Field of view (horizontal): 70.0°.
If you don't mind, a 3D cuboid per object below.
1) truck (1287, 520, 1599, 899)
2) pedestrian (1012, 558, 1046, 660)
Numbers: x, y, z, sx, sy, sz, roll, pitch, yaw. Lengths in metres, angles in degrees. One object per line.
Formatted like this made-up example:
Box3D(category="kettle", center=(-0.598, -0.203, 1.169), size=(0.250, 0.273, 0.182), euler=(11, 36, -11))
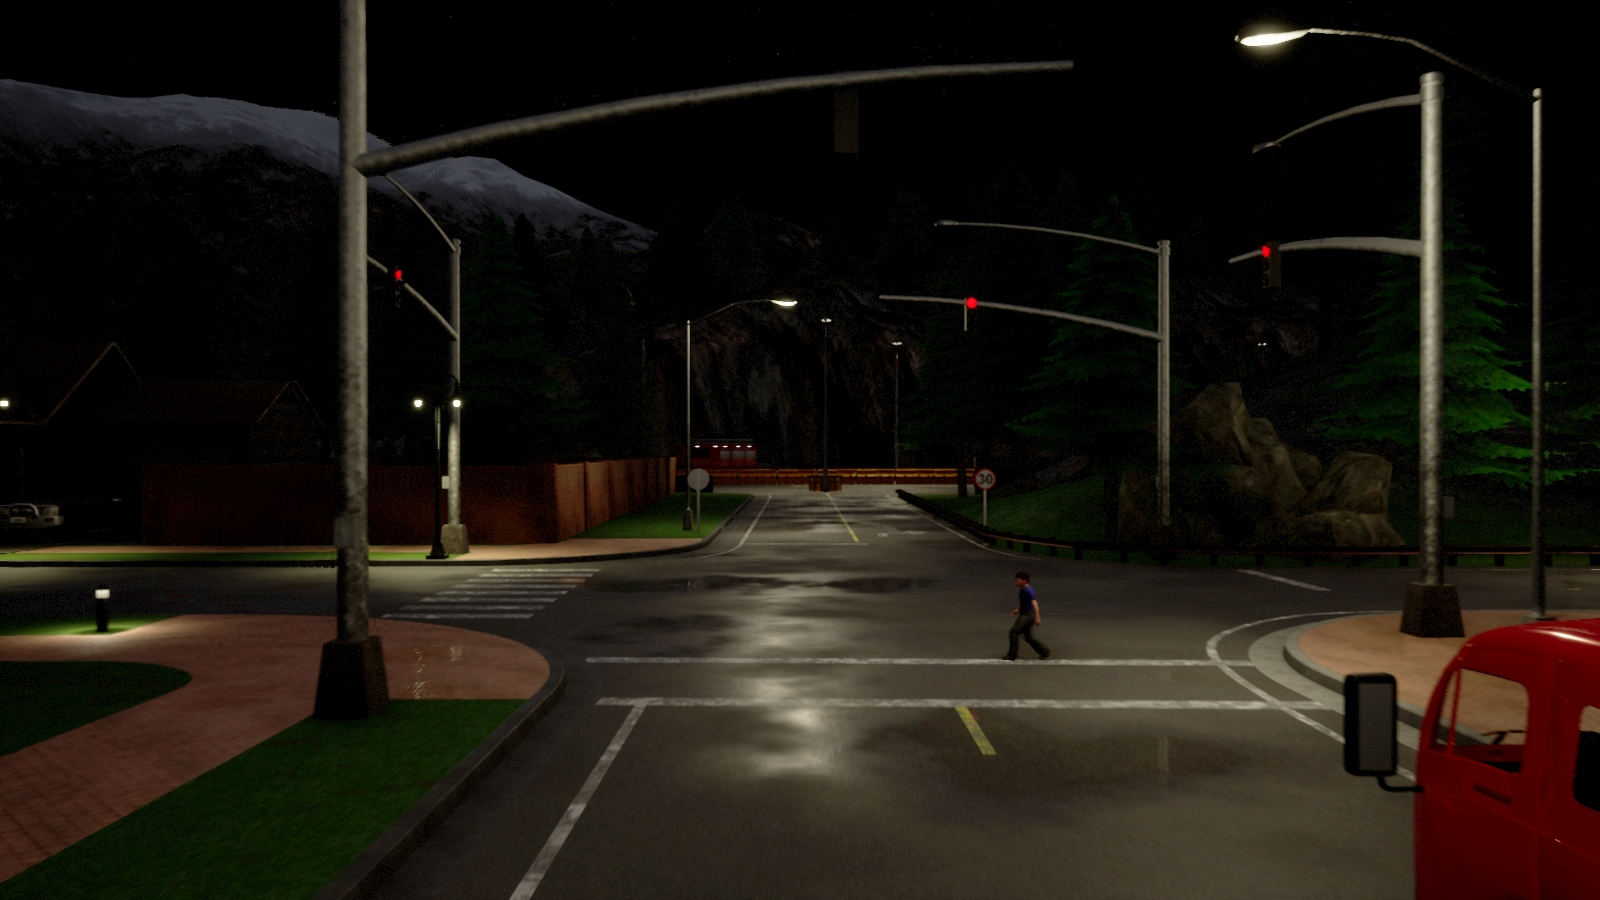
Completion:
Box3D(category="truck", center=(3.504, 1.548, 2.534), size=(2.627, 2.467, 5.204), euler=(0, 0, 0))
Box3D(category="pedestrian", center=(3.046, 2.109, 15.203), size=(0.375, 1.300, 0.375), euler=(0, 0, 1))
